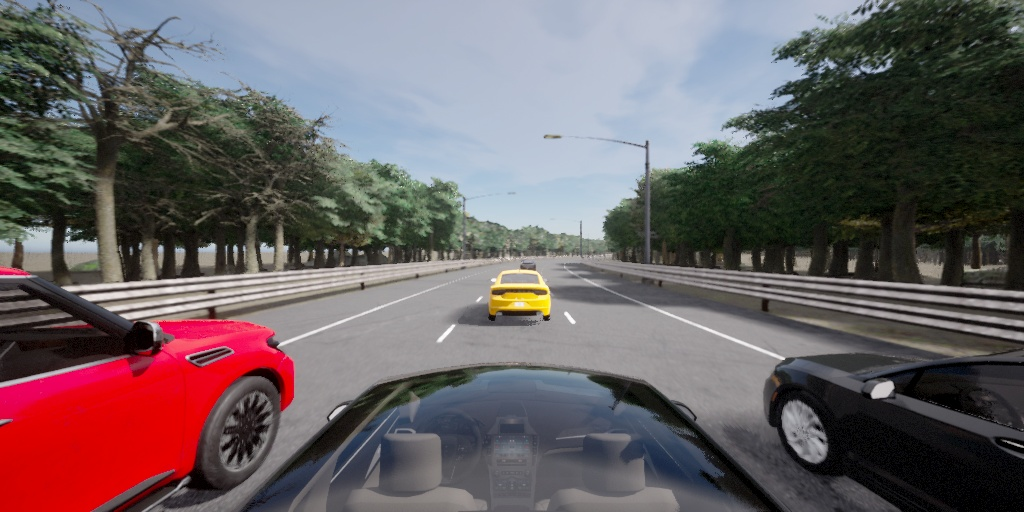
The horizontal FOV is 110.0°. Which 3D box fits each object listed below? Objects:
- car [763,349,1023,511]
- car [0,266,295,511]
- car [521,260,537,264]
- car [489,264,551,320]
[{"bbox_3d":[3.625,1.258,1.884,1.837,1.490,4.892,0,0,0],"label":"car"},{"bbox_3d":[-3.382,0.969,1.424,2.150,2.045,5.566,0,0,0],"label":"car"},{"bbox_3d":[2.026,1.195,44.114,2.128,1.511,4.902,0,0,5],"label":"car"},{"bbox_3d":[0.266,1.224,12.674,1.882,1.535,5.008,0,0,1],"label":"car"}]
